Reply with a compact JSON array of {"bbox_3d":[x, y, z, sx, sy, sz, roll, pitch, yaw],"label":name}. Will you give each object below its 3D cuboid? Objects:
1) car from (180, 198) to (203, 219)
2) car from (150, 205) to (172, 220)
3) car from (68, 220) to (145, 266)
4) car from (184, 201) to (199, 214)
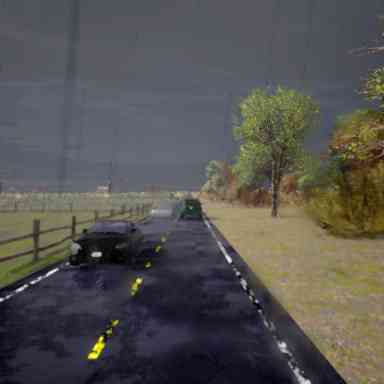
[{"bbox_3d":[-0.062,1.645,33.860,2.150,2.045,5.566,0,-1,0],"label":"car"},{"bbox_3d":[-3.008,2.018,33.105,1.895,1.301,4.718,0,-1,0],"label":"car"},{"bbox_3d":[-2.901,1.728,12.070,1.994,1.385,4.181,0,-1,-1],"label":"car"},{"bbox_3d":[-0.117,2.028,44.804,1.882,1.535,5.008,0,0,0],"label":"car"}]
